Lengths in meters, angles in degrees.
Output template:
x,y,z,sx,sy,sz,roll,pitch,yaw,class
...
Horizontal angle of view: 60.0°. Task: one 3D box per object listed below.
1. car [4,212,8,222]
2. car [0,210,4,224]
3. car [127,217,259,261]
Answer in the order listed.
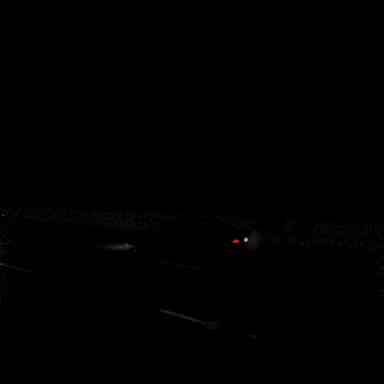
x,y,z,sx,sy,sz,roll,pitch,yaw,class
-16.409,1.821,26.376,5.357,1.411,2.033,0,-1,43,car
-12.426,1.714,18.306,4.674,1.442,1.812,0,-1,40,car
-0.137,1.707,12.956,5.357,1.411,2.033,0,-1,38,car
